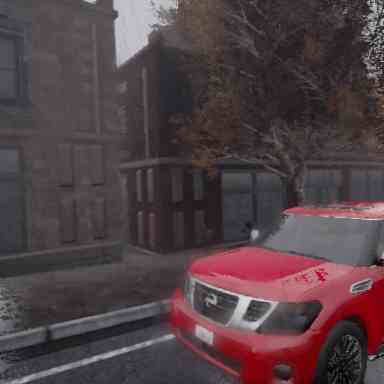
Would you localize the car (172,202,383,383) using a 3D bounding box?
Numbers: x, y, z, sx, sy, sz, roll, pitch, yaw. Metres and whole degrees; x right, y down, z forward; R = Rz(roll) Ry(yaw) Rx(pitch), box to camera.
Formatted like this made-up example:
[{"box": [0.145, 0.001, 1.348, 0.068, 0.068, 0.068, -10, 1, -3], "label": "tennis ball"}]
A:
[{"box": [2.393, 1.210, 5.260, 5.566, 2.045, 2.150, 0, 0, -35], "label": "car"}]
